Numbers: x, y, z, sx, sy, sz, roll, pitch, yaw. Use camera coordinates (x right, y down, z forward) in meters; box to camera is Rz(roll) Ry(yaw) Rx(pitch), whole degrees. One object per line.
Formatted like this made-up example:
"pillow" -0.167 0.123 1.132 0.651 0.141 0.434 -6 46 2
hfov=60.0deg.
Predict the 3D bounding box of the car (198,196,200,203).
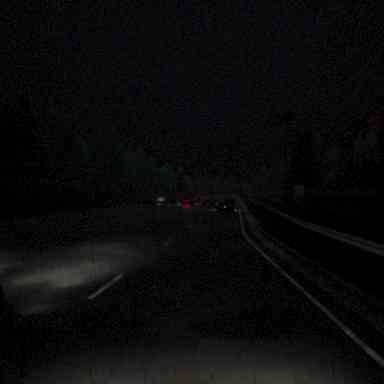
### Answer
"car" 0.783 1.501 69.740 1.837 1.490 4.892 0 0 7

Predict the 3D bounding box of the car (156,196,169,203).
"car" -6.158 1.517 70.654 1.812 1.442 4.674 0 0 7

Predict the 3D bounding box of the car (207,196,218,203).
"car" 4.252 1.558 69.283 1.994 1.385 4.181 0 0 7

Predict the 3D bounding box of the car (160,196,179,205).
"car" -3.993 1.703 60.279 1.994 1.385 4.181 0 0 7

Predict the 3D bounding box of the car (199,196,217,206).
"car" 2.942 1.711 59.332 1.994 1.385 4.181 0 0 7

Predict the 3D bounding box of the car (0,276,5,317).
"car" -4.282 1.494 3.689 2.128 1.511 4.902 0 0 8

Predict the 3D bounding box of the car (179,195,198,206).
"car" -0.578 1.647 59.409 1.837 1.490 4.892 0 0 7

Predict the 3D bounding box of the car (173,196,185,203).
"car" -2.684 1.592 70.227 1.895 1.301 4.718 0 0 7

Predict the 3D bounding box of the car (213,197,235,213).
"car" 3.958 1.665 39.448 1.994 1.385 4.181 0 0 7

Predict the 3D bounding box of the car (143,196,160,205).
"car" -7.518 1.638 60.323 1.837 1.490 4.892 0 0 7
